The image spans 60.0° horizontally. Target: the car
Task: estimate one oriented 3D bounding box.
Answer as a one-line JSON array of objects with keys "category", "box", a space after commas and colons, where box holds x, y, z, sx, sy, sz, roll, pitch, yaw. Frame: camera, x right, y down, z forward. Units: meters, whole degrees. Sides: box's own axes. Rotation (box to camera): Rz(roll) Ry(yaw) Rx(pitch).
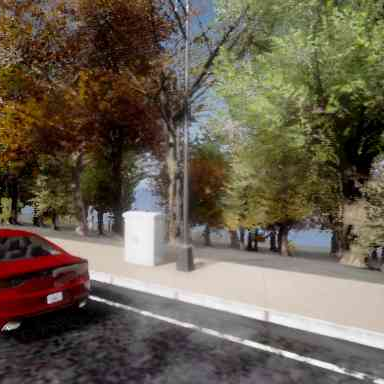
[{"category": "car", "box": [-4.143, 1.477, 6.631, 5.008, 1.535, 1.882, 1, 0, 36]}]
